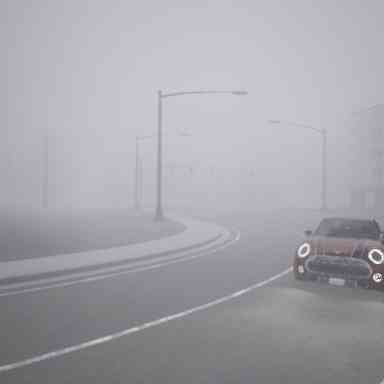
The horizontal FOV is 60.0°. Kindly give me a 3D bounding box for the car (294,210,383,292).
[{"bbox_3d":[4.432,1.461,9.472,2.097,1.767,4.553,0,-1,31],"label":"car"}]
